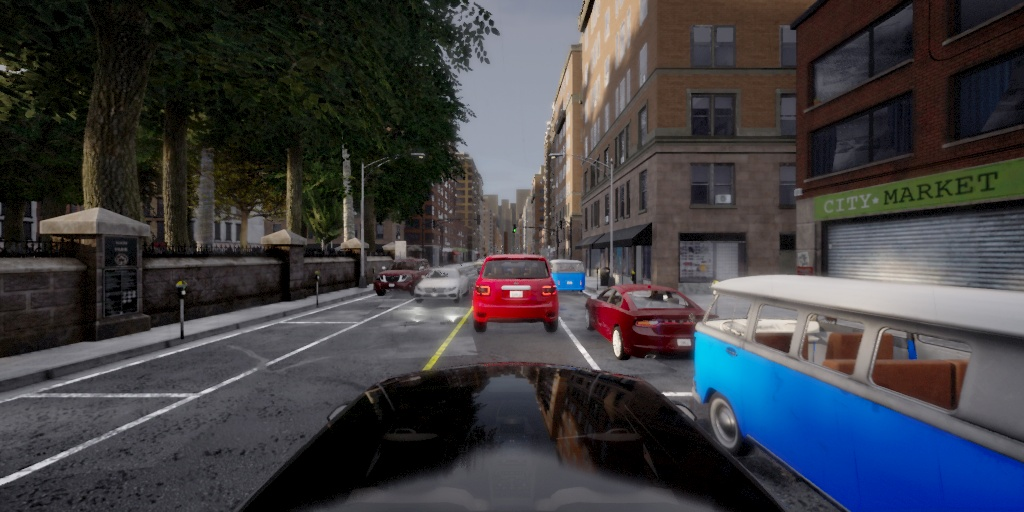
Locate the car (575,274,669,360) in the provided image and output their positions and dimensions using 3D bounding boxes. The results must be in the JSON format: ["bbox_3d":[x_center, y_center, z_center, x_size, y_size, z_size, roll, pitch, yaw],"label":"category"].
[{"bbox_3d":[2.851,1.296,8.166,1.888,1.381,4.507,0,0,0],"label":"car"}]

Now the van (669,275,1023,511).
[{"bbox_3d":[2.856,1.091,2.506,1.690,1.789,3.998,0,0,0],"label":"van"}]

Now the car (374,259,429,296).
[{"bbox_3d":[-5.682,1.063,19.441,2.192,1.841,5.009,0,0,0],"label":"car"}]

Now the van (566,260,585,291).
[{"bbox_3d":[2.843,1.090,19.488,1.690,1.789,3.998,0,0,0],"label":"van"}]

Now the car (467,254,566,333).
[{"bbox_3d":[0.090,0.972,10.923,2.150,2.045,5.566,0,0,0],"label":"car"}]

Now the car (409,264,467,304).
[{"bbox_3d":[-3.100,1.275,16.637,1.812,1.442,4.674,0,0,0],"label":"car"}]
